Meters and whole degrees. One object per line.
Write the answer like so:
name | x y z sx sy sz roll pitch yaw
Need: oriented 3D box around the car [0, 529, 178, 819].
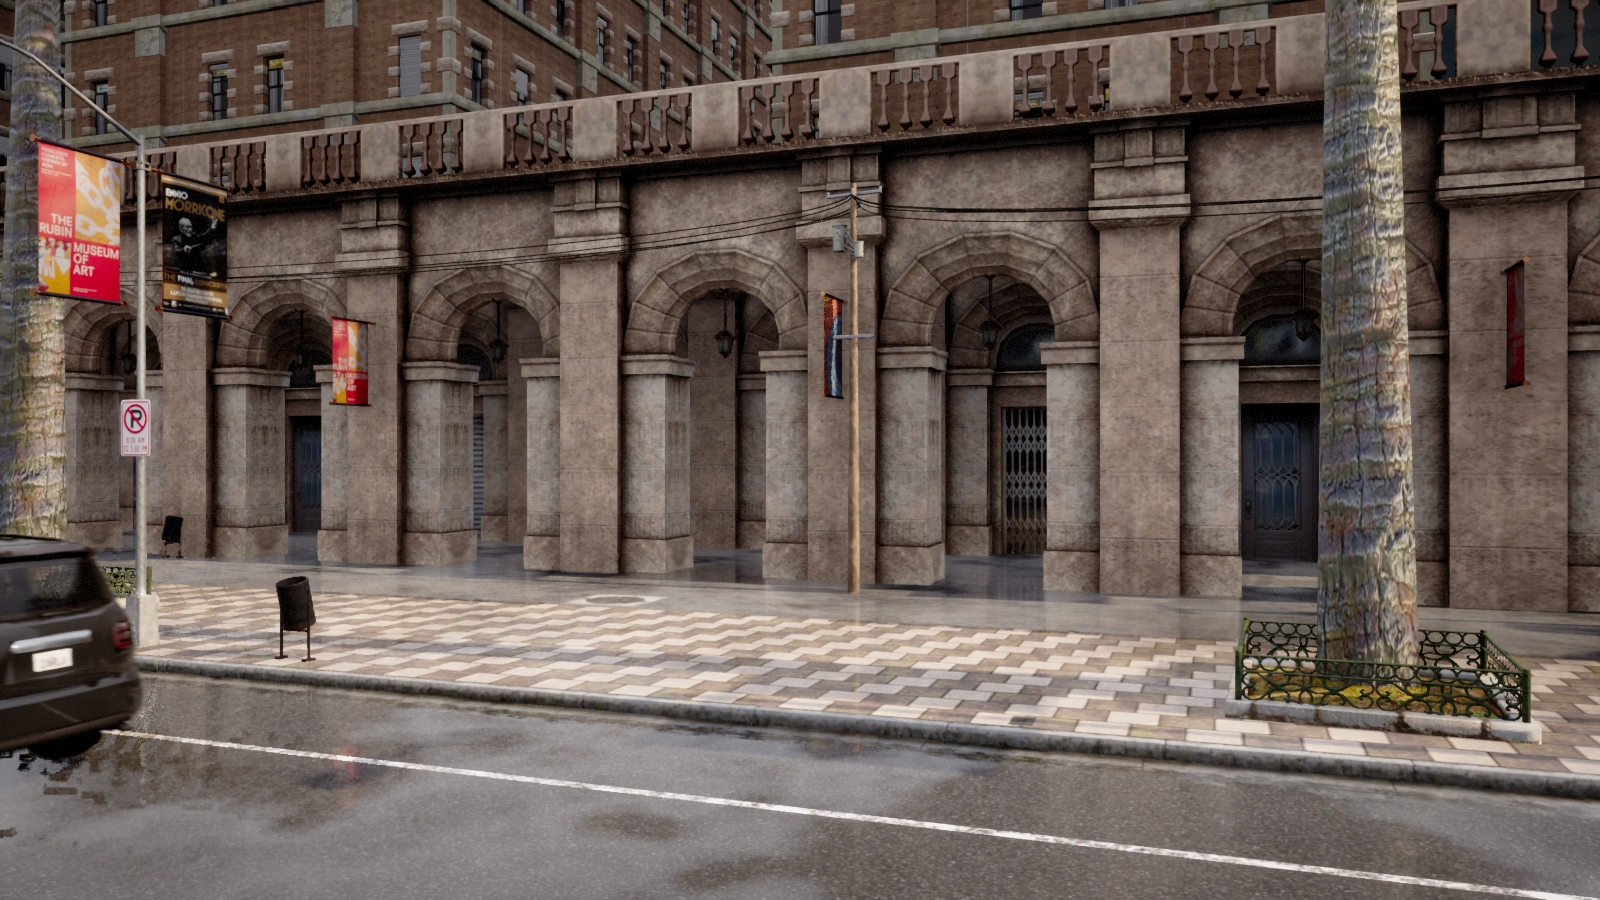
car | -8.504 1.783 10.103 5.566 2.045 2.150 0 0 21

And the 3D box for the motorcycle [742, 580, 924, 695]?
motorcycle | 0.395 2.215 13.714 2.033 1.145 0.803 0 0 20
